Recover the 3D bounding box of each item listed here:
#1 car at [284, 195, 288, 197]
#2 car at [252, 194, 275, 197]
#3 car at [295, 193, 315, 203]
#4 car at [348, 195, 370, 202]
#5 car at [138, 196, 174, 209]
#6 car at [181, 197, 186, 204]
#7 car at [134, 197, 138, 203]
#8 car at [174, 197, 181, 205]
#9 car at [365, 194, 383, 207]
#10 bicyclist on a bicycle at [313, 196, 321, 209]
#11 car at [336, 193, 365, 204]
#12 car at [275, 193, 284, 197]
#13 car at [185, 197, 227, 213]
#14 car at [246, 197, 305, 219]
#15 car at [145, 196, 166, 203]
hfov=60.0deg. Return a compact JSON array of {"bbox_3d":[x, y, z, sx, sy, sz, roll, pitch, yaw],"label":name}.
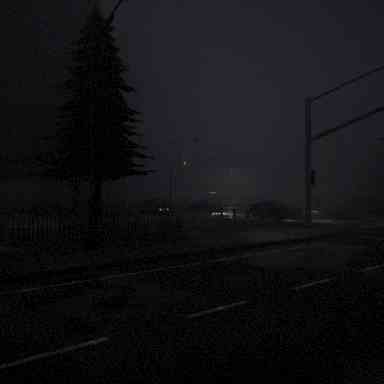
[{"bbox_3d":[21.357,1.153,81.310,1.932,1.855,4.605,0,0,-36],"label":"car"},{"bbox_3d":[16.849,1.395,78.024,1.970,1.475,3.806,0,0,-36],"label":"car"},{"bbox_3d":[20.942,1.395,62.385,1.970,1.475,3.806,0,0,-36],"label":"car"},{"bbox_3d":[37.027,1.364,73.920,1.784,1.438,3.905,0,0,-36],"label":"car"},{"bbox_3d":[-5.113,1.548,46.713,2.033,1.411,5.357,0,0,-36],"label":"car"},{"bbox_3d":[-2.096,1.564,60.735,1.994,1.385,4.181,0,0,-35],"label":"car"},{"bbox_3d":[-9.875,1.564,65.602,1.994,1.385,4.181,0,0,-36],"label":"car"},{"bbox_3d":[-4.689,1.491,58.424,2.128,1.511,4.902,0,0,-36],"label":"car"},{"bbox_3d":[26.516,1.153,44.964,1.932,1.855,4.605,0,0,-36],"label":"car"},{"bbox_3d":[15.919,1.302,42.284,1.656,1.620,0.582,0,0,-36],"label":"bicyclist on a bicycle"},{"bbox_3d":[34.634,1.153,72.288,1.932,1.855,4.605,0,0,-36],"label":"car"},{"bbox_3d":[19.204,1.364,79.708,1.784,1.438,3.905,0,0,-36],"label":"car"},{"bbox_3d":[1.518,1.564,37.497,1.994,1.385,4.181,0,0,-36],"label":"car"},{"bbox_3d":[7.318,1.478,29.442,1.882,1.535,5.008,0,0,-36],"label":"car"},{"bbox_3d":[-7.544,1.547,68.203,2.033,1.411,5.357,0,0,-36],"label":"car"}]
